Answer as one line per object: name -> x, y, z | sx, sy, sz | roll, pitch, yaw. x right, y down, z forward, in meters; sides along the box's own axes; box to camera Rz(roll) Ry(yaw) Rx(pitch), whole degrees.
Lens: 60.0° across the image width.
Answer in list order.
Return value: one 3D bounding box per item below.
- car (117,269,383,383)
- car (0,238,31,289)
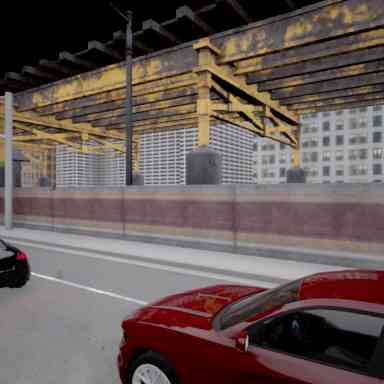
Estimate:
car -> 1.480, 1.478, 2.934 | 5.008, 1.535, 1.882 | 0, 0, 35
car -> -5.765, 1.564, 8.027 | 4.181, 1.385, 1.994 | 0, 0, 36
